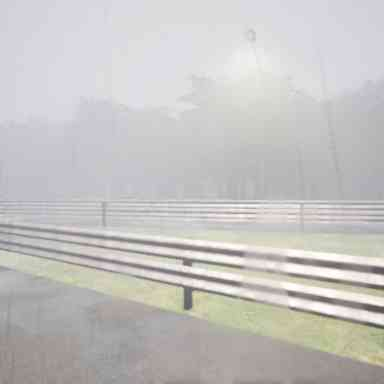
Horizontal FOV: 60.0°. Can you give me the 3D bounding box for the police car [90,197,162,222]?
[{"bbox_3d":[-4.619,1.167,22.952,5.238,1.638,1.930,0,0,19],"label":"police car"}]
